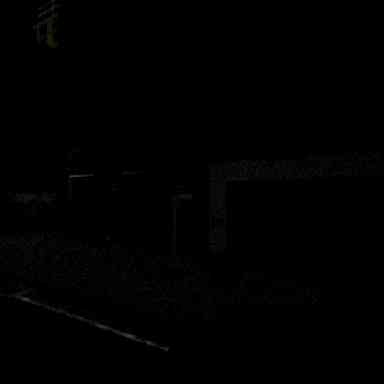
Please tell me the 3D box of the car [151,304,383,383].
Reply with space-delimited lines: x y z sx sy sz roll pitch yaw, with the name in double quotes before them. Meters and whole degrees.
"car" 1.974 1.315 1.451 5.009 1.841 2.192 0 -1 36
